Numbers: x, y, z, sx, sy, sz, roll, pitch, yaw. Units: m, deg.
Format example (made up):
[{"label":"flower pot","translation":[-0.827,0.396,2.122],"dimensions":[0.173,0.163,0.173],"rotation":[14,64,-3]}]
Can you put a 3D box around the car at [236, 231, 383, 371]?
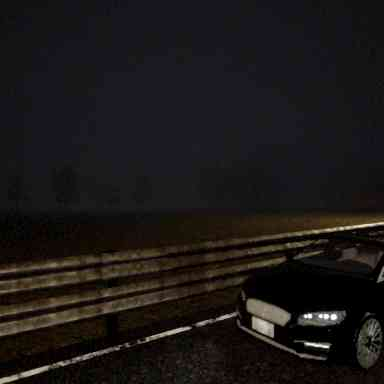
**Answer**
[{"label":"car","translation":[2.919,1.493,5.761],"dimensions":[4.902,1.511,2.128],"rotation":[0,0,-35]}]
